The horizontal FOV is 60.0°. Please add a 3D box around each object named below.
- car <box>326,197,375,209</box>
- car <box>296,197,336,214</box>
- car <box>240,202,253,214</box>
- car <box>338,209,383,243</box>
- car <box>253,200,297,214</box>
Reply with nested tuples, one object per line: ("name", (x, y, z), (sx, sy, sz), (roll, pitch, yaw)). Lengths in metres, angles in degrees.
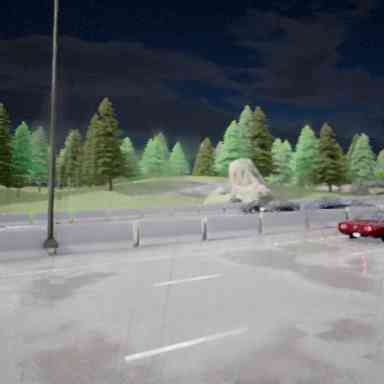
("car", (14.783, 1.442, 30.425), (4.181, 1.385, 1.994), (-2, -1, -27))
("car", (13.325, 1.310, 33.615), (4.553, 1.767, 2.097), (-2, 0, -27))
("car", (7.816, 1.711, 38.666), (4.892, 1.490, 1.837), (-2, -1, -27))
("car", (9.188, 1.534, 15.603), (4.718, 1.301, 1.895), (-2, -1, -27))
("car", (9.408, 1.612, 35.553), (4.902, 1.511, 2.128), (-2, -1, -27))
